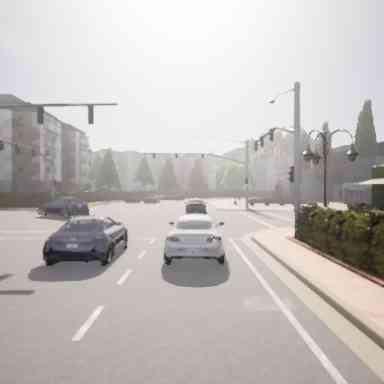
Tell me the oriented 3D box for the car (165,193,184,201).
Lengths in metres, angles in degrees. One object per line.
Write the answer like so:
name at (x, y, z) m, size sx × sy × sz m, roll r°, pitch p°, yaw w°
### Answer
car at (-3.421, 0.994, 71.741) m, size 2.097 × 1.767 × 4.553 m, roll 0°, pitch 0°, yaw 22°

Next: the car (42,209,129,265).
car at (-3.452, 1.505, 11.506) m, size 1.994 × 1.385 × 4.181 m, roll 0°, pitch 0°, yaw -1°

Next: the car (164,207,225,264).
car at (0.153, 1.468, 11.473) m, size 1.812 × 1.442 × 4.674 m, roll 0°, pitch 0°, yaw 3°

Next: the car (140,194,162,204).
car at (-6.867, 1.067, 56.580) m, size 2.097 × 1.767 × 4.553 m, roll 0°, pitch 0°, yaw 4°

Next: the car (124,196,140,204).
car at (-10.328, 1.309, 57.867) m, size 1.895 × 1.301 × 4.718 m, roll 0°, pitch 0°, yaw 4°

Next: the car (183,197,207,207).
car at (0.362, 1.349, 31.020) m, size 1.837 × 1.490 × 4.892 m, roll 0°, pitch 0°, yaw 1°

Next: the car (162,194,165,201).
car at (-6.453, 1.182, 73.549) m, size 1.994 × 1.385 × 4.181 m, roll 0°, pitch 0°, yaw 22°

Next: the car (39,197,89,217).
car at (-10.830, 1.210, 27.972) m, size 4.553 × 1.767 × 2.097 m, roll 0°, pitch 1°, yaw 33°
